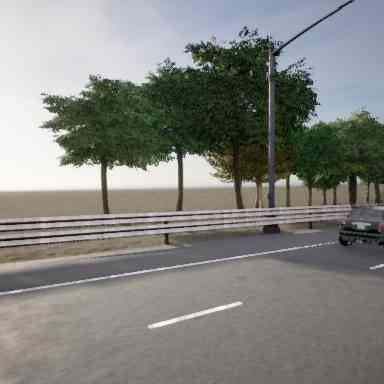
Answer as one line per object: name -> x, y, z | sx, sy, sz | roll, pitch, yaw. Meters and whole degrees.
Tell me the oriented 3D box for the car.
car -> 8.250, 1.372, 14.053 | 4.553, 1.767, 2.097 | 0, 0, -35
